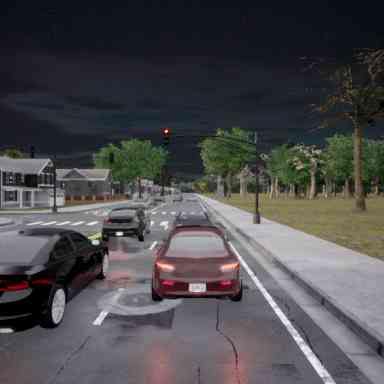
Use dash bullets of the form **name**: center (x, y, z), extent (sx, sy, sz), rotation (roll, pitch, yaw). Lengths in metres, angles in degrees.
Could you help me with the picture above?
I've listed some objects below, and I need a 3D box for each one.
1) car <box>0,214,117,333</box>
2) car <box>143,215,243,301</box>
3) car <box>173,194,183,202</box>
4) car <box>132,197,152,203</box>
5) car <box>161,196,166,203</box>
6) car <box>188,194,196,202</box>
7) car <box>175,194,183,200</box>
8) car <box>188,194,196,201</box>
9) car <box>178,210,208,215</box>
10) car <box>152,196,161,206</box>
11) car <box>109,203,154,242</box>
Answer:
- **car**: center (-3.152, 1.477, 6.977), extent (1.882, 1.535, 5.008), rotation (0, 0, 0)
- **car**: center (0.102, 1.525, 8.178), extent (1.812, 1.442, 4.674), rotation (0, 0, 0)
- **car**: center (-3.247, 1.495, 73.535), extent (2.033, 1.411, 5.357), rotation (0, 0, 0)
- **car**: center (-6.596, 1.592, 42.019), extent (1.895, 1.301, 4.718), rotation (0, 0, 0)
- **car**: center (-6.504, 1.532, 68.452), extent (1.994, 1.385, 4.181), rotation (0, 0, 0)
- **car**: center (0.003, 1.551, 73.981), extent (1.895, 1.301, 4.718), rotation (0, 0, 0)
- **car**: center (-3.246, 1.328, 83.956), extent (1.812, 1.442, 4.674), rotation (0, 0, 0)
- **car**: center (0.004, 1.329, 83.955), extent (2.128, 1.511, 4.902), rotation (0, 0, 0)
- **car**: center (0.045, 1.600, 17.344), extent (1.895, 1.301, 4.718), rotation (0, 0, 1)
- **car**: center (-6.589, 1.472, 52.654), extent (2.128, 1.511, 4.902), rotation (0, 0, 0)
- **car**: center (-3.125, 1.504, 16.400), extent (1.837, 1.490, 4.892), rotation (0, 0, -2)
